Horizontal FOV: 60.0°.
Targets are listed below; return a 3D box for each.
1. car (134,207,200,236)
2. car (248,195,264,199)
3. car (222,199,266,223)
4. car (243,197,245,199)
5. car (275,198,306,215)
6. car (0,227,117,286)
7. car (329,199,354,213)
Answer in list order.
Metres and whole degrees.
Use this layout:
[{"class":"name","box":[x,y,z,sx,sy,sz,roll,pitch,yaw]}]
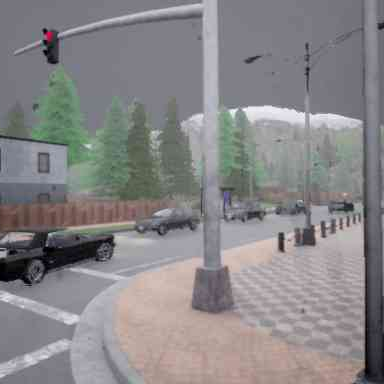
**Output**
[{"class":"car","box":[-1.310,1.645,19.573,1.812,1.442,4.674,-1,0,37]},{"class":"car","box":[14.922,1.508,76.516,1.932,1.855,4.605,-1,0,36]},{"class":"car","box":[4.307,1.612,27.014,2.128,1.511,4.902,-1,0,37]},{"class":"car","box":[12.656,1.536,77.672,1.905,1.878,3.866,-1,0,36]},{"class":"car","box":[10.505,1.473,35.159,2.097,1.767,4.553,-1,0,38]},{"class":"car","box":[-4.233,1.683,9.820,1.895,1.301,4.718,-1,0,20]},{"class":"car","box":[16.850,1.574,37.456,2.128,1.511,4.902,-1,0,37]}]
